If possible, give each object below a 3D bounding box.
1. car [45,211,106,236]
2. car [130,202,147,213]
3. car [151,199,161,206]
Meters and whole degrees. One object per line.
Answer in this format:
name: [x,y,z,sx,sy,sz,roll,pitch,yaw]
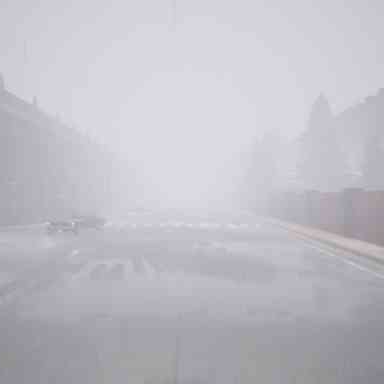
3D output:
car: [-7.029,1.861,20.531,1.895,1.301,4.718,0,-1,7]
car: [-7.391,2.120,46.620,1.812,1.442,4.674,0,-1,-1]
car: [-7.944,2.353,72.855,1.882,1.535,5.008,0,-1,-1]
